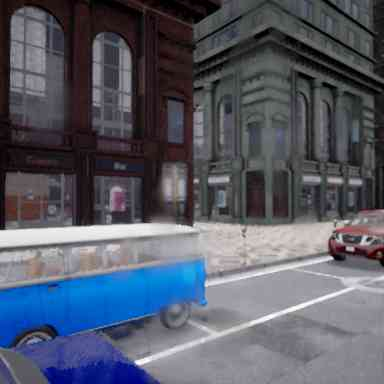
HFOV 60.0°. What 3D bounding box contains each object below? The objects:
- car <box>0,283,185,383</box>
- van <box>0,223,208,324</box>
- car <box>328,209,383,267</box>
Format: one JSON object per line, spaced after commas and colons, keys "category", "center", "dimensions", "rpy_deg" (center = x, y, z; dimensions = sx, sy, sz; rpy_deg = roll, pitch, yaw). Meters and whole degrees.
{"category": "car", "center": [-2.261, 1.635, 1.444], "dimensions": [4.718, 1.301, 1.895], "rpy_deg": [1, -2, -39]}
{"category": "van", "center": [-1.595, 1.465, 5.526], "dimensions": [3.998, 1.788, 1.690], "rpy_deg": [1, -2, -39]}
{"category": "car", "center": [7.195, 1.604, 12.582], "dimensions": [5.009, 1.841, 2.192], "rpy_deg": [1, -2, -39]}
